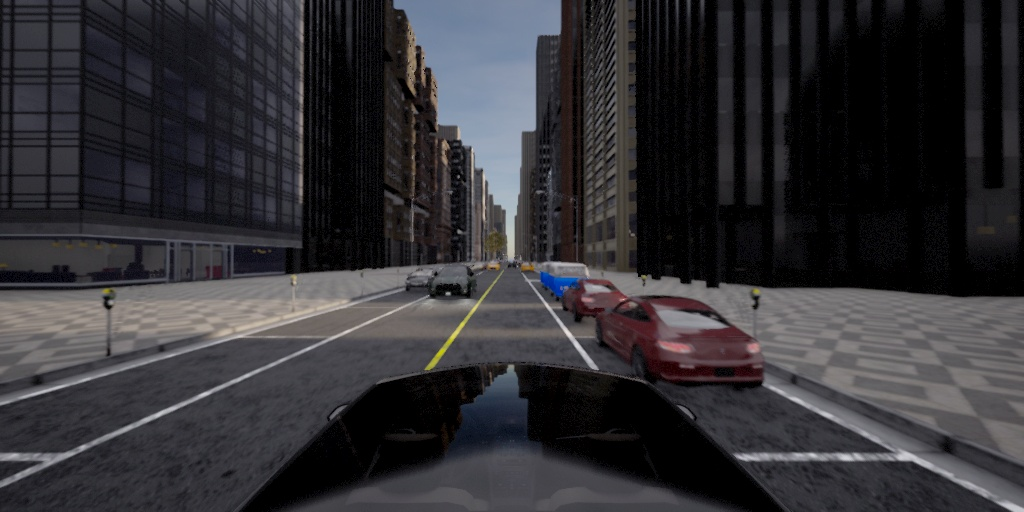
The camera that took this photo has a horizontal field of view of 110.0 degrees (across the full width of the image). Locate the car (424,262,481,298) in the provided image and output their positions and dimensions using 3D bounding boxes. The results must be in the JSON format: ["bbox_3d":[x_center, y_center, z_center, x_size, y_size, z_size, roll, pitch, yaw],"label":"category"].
[{"bbox_3d":[-3.099,1.261,19.673,2.097,1.767,4.553,0,-1,0],"label":"car"}]

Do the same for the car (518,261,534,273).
[{"bbox_3d":[2.361,1.699,54.685,1.882,1.535,5.008,0,-1,0],"label":"car"}]

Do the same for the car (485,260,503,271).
[{"bbox_3d":[-3.045,1.748,60.024,1.882,1.535,5.008,0,-1,1],"label":"car"}]

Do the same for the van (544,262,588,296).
[{"bbox_3d":[2.762,1.236,18.084,1.690,1.789,3.998,0,0,0],"label":"van"}]

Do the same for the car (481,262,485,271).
[{"bbox_3d":[-5.762,1.828,63.329,1.751,1.417,4.829,0,0,0],"label":"car"}]

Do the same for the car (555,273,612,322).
[{"bbox_3d":[2.762,1.427,12.406,1.802,1.307,4.207,0,0,0],"label":"car"}]

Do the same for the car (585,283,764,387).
[{"bbox_3d":[2.762,1.376,6.729,1.802,1.307,4.207,0,0,0],"label":"car"}]

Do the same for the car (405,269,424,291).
[{"bbox_3d":[-5.763,1.496,23.759,2.007,1.370,4.403,0,0,0],"label":"car"}]

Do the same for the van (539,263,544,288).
[{"bbox_3d":[2.762,1.286,23.762,1.690,1.789,3.998,0,0,0],"label":"van"}]
